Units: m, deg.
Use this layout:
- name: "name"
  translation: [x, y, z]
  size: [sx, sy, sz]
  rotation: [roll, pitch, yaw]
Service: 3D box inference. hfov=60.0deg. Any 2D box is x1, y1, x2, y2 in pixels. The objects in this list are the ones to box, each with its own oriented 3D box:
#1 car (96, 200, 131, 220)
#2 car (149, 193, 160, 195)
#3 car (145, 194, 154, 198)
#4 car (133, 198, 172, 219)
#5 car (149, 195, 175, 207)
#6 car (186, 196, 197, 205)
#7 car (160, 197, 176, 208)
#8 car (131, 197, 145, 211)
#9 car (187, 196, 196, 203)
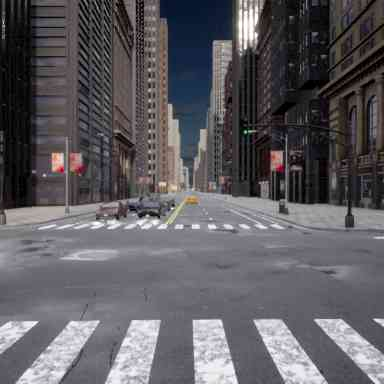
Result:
- name: "car"
  translation: [-6.658, 1.510, 27.939]
  size: [1.812, 1.442, 4.674]
  rotation: [0, 0, 0]
- name: "car"
  translation: [-6.688, 1.170, 57.736]
  size: [2.150, 2.045, 5.566]
  rotation: [0, 0, 1]
- name: "car"
  translation: [-6.703, 1.470, 47.287]
  size: [1.837, 1.490, 4.892]
  rotation: [0, 0, 0]
- name: "car"
  translation: [-3.387, 1.530, 29.376]
  size: [2.033, 1.411, 5.357]
  rotation: [0, 0, 4]
- name: "car"
  translation: [-3.432, 1.465, 39.115]
  size: [2.128, 1.511, 4.902]
  rotation: [0, 0, 0]
- name: "car"
  translation: [-0.040, 1.422, 59.613]
  size: [1.882, 1.535, 5.008]
  rotation: [0, 0, 0]
- name: "car"
  translation: [-3.462, 1.509, 49.667]
  size: [2.033, 1.411, 5.357]
  rotation: [0, 0, 0]
- name: "car"
  translation: [-6.681, 1.577, 37.047]
  size: [1.895, 1.301, 4.718]
  rotation: [0, 0, 0]
- name: "car"
  translation: [-0.063, 1.520, 69.999]
  size: [1.895, 1.301, 4.718]
  rotation: [0, 0, 0]
